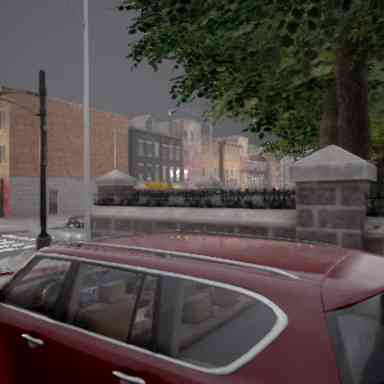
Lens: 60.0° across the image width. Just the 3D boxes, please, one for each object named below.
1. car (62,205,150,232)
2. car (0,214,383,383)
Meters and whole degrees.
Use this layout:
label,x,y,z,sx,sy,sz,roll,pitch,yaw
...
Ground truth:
label,x,y,z,sx,sy,sz,roll,pitch,yaw
car,-5.392,1.607,21.609,2.033,1.411,5.357,-1,-1,39
car,-0.575,1.317,3.233,5.009,1.841,2.192,0,-1,35
